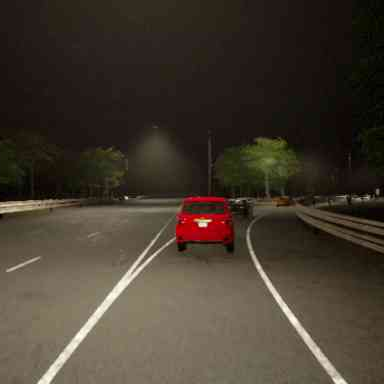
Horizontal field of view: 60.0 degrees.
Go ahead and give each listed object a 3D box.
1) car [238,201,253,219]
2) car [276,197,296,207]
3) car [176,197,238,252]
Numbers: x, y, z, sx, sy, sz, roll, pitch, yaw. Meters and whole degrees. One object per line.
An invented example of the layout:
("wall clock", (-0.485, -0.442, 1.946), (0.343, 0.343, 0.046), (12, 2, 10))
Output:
("car", (4.305, 1.516, 29.904), (2.128, 1.511, 4.902), (0, 0, 18))
("car", (14.489, 1.516, 50.823), (1.882, 1.535, 5.008), (0, 0, 34))
("car", (0.735, 1.234, 14.183), (2.150, 2.045, 5.566), (0, 0, 8))
